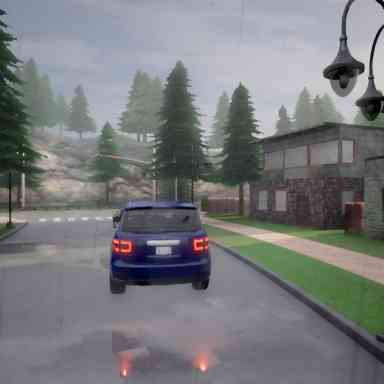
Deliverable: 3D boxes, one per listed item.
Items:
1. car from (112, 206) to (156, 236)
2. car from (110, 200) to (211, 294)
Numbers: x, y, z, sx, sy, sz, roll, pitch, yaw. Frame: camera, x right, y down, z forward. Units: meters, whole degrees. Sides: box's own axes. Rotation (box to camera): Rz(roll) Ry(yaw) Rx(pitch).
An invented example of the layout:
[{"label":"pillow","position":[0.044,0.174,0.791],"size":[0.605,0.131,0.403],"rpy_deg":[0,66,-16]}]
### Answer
[{"label":"car","position":[-3.535,1.601,19.482],"size":[1.895,1.301,4.718],"rpy_deg":[0,0,-18]},{"label":"car","position":[-0.977,1.221,9.049],"size":[2.150,2.045,5.566],"rpy_deg":[0,0,-9]}]
